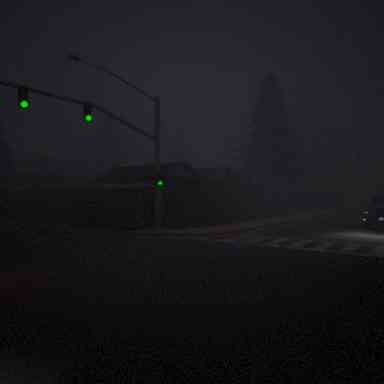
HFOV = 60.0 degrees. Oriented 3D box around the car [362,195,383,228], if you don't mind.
[{"bbox_3d":[12.689,1.226,21.550,2.150,2.045,5.566,0,0,38],"label":"car"}]
